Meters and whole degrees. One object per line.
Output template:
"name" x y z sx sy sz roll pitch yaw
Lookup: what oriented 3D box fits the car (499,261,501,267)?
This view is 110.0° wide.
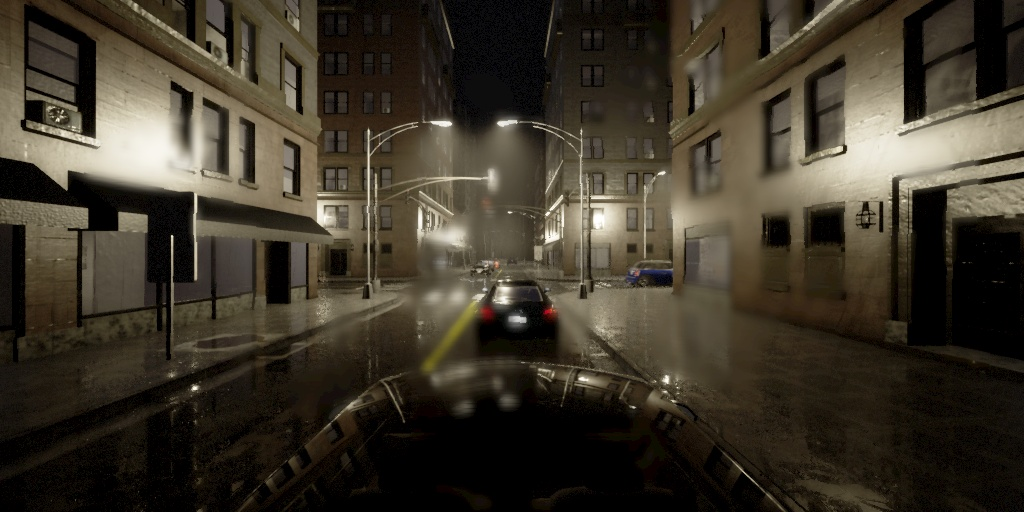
"car" -3.091 1.093 55.888 2.097 1.767 4.553 0 0 -1

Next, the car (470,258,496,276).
"car" -3.098 1.239 36.363 2.128 1.511 4.902 0 0 0

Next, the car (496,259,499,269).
"car" -3.103 1.294 46.106 2.033 1.411 5.357 0 0 0

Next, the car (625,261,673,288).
"car" 9.443 1.073 21.988 4.553 1.767 2.097 0 0 0

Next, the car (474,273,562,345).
"car" 0.113 1.314 9.536 1.994 1.385 4.181 0 0 -1

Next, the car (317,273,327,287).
"car" -13.993 1.290 21.919 4.892 1.490 1.837 0 0 -1
